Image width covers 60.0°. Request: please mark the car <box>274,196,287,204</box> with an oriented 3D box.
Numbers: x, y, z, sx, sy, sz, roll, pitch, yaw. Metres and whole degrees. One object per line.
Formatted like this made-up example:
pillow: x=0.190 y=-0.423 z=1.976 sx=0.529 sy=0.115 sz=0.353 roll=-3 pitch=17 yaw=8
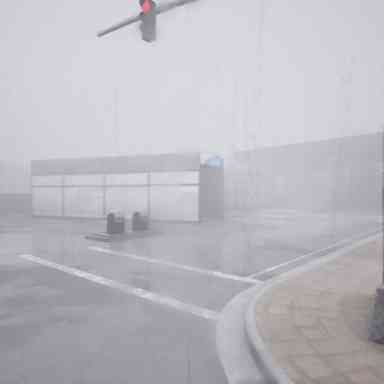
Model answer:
car: x=15.275 y=1.481 z=59.493 sx=2.242 sy=1.667 sz=4.611 roll=0 pitch=0 yaw=40
